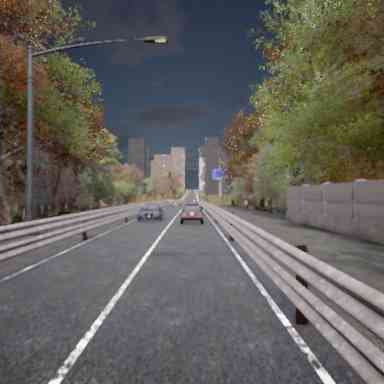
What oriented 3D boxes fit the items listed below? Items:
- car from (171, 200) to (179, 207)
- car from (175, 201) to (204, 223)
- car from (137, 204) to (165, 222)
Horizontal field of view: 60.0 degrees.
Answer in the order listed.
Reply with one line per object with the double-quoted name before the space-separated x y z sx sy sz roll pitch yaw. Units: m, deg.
"car" -3.252 2.395 68.941 1.812 1.442 4.674 0 -1 0
"car" 0.011 1.675 26.371 2.033 1.411 5.357 0 -1 0
"car" -3.348 1.705 27.800 1.994 1.385 4.181 0 -1 0
